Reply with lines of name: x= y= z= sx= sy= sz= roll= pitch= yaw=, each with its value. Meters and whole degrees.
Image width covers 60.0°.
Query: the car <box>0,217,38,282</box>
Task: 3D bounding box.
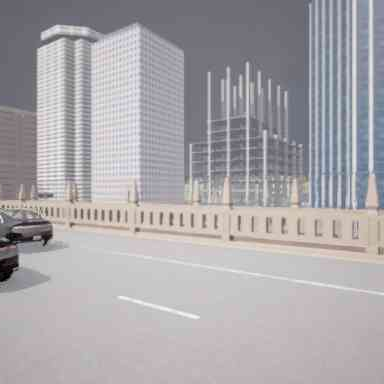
car: x=-6.351 y=1.492 z=8.524 sx=4.902 sy=1.511 sz=2.128 roll=0 pitch=0 yaw=36

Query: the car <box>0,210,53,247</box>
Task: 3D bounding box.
car: x=-7.759 y=1.493 z=13.828 sx=4.902 sy=1.511 sz=2.128 roll=0 pitch=0 yaw=36
